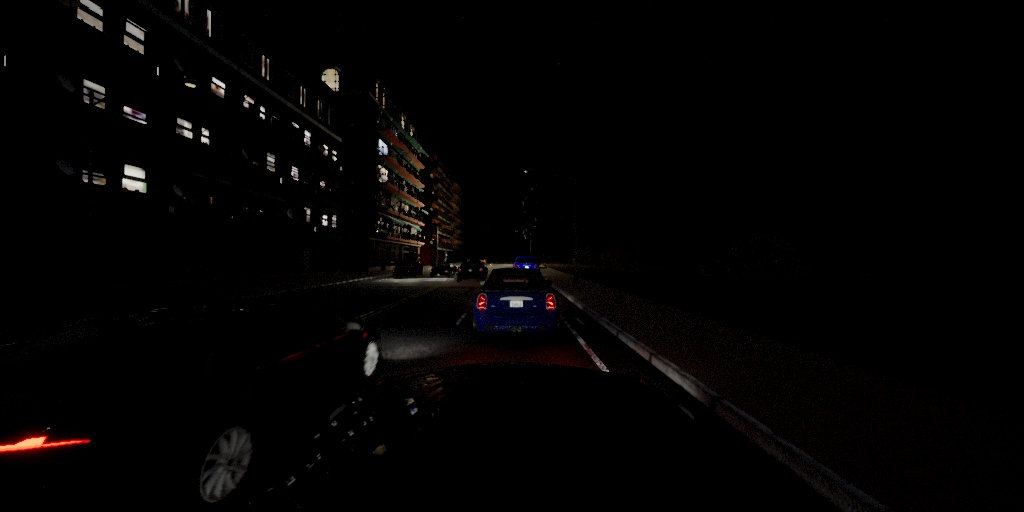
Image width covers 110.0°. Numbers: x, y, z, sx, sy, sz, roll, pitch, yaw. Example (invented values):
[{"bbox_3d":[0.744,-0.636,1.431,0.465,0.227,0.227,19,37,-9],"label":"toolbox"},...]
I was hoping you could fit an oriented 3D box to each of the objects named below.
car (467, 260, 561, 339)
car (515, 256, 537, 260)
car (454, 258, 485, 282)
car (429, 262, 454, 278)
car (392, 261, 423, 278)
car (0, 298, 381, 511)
[{"bbox_3d":[0.103,1.104,10.230,2.097,1.767,4.553,0,0,0],"label":"car"},{"bbox_3d":[1.149,0.980,30.183,2.150,2.045,5.566,0,0,0],"label":"car"},{"bbox_3d":[-3.138,1.107,29.290,2.097,1.767,4.553,0,0,0],"label":"car"},{"bbox_3d":[-6.587,1.303,34.789,2.033,1.411,5.357,0,0,0],"label":"car"},{"bbox_3d":[-9.838,1.233,34.158,1.882,1.535,5.008,0,0,0],"label":"car"},{"bbox_3d":[-3.150,1.253,4.242,1.837,1.490,4.892,0,-1,0],"label":"car"}]
